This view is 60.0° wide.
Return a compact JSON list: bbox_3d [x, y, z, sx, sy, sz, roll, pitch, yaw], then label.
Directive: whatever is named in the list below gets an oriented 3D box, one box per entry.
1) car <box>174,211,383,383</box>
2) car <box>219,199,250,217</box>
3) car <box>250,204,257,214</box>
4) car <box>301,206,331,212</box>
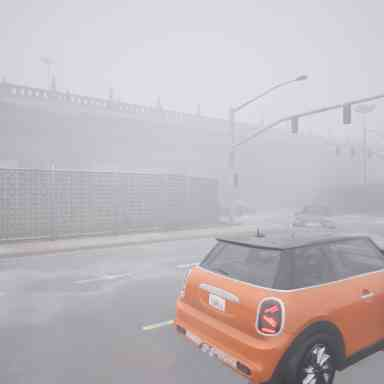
[{"bbox_3d":[2.045,1.352,5.245,4.553,1.767,2.097,0,0,-35],"label":"car"},{"bbox_3d":[2.921,1.560,31.909,1.837,1.490,4.892,0,0,-36],"label":"car"},{"bbox_3d":[4.683,1.533,35.465,1.882,1.535,5.008,0,0,-35],"label":"car"},{"bbox_3d":[6.735,1.505,18.016,2.128,1.511,4.902,1,0,24],"label":"car"}]
